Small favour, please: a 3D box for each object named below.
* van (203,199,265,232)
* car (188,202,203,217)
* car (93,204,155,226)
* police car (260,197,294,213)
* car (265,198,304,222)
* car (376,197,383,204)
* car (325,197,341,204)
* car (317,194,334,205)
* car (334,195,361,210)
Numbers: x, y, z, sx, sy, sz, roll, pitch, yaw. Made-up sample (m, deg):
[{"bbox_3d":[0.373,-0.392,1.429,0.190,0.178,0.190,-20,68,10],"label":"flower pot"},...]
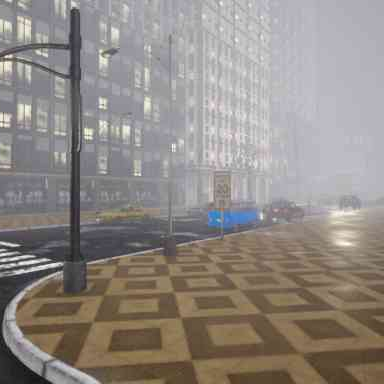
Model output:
[{"bbox_3d":[2.638,1.368,20.230,1.690,1.788,3.998,0,0,38],"label":"van"},{"bbox_3d":[1.344,1.603,31.665,1.802,1.307,4.206,0,0,38],"label":"car"},{"bbox_3d":[-4.755,1.540,23.935,1.752,1.417,4.829,0,0,38],"label":"car"},{"bbox_3d":[9.953,1.459,38.662,1.930,1.638,5.238,0,0,38],"label":"police car"},{"bbox_3d":[7.593,1.472,26.864,1.967,1.590,4.097,0,0,38],"label":"car"},{"bbox_3d":[38.092,1.658,66.577,1.947,1.339,4.313,0,0,38],"label":"car"},{"bbox_3d":[28.454,1.624,66.966,2.008,1.369,4.403,0,0,38],"label":"car"},{"bbox_3d":[25.066,1.380,62.554,2.192,1.841,5.009,0,0,38],"label":"car"},{"bbox_3d":[21.149,1.368,44.515,2.192,1.841,5.009,0,0,38],"label":"car"}]
